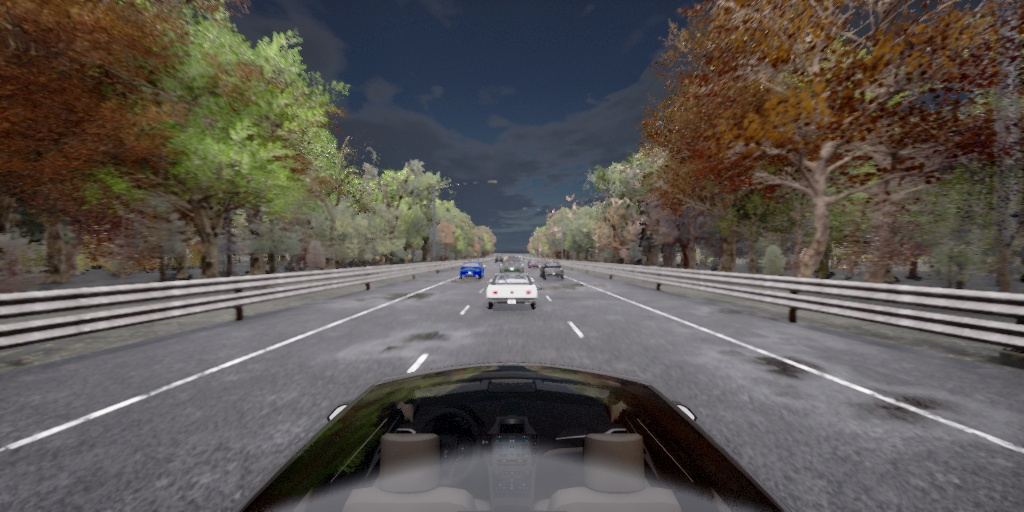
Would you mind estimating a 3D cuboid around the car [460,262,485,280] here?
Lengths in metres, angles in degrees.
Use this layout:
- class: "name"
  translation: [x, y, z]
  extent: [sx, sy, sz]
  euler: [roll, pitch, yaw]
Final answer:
- class: "car"
  translation: [-3.504, 1.261, 32.346]
  extent: [1.882, 1.535, 5.008]
  euler: [0, 0, 0]

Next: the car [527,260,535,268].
- class: "car"
  translation: [3.493, 1.345, 59.388]
  extent: [2.033, 1.411, 5.357]
  euler: [0, 0, 0]

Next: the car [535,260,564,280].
- class: "car"
  translation: [3.496, 1.275, 32.334]
  extent: [2.128, 1.511, 4.902]
  euler: [0, 0, 0]

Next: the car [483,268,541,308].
- class: "car"
  translation: [-0.002, 1.369, 15.226]
  extent: [1.895, 1.301, 4.718]
  euler: [0, 0, 0]

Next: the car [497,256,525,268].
- class: "car"
  translation: [-0.005, 1.135, 32.225]
  extent: [2.097, 1.767, 4.553]
  euler: [0, 0, 0]
